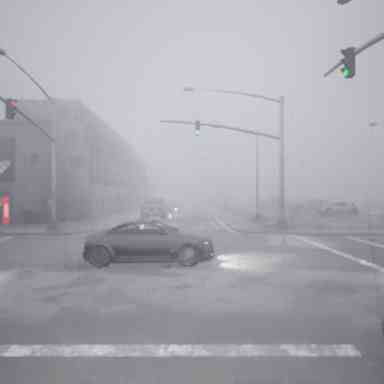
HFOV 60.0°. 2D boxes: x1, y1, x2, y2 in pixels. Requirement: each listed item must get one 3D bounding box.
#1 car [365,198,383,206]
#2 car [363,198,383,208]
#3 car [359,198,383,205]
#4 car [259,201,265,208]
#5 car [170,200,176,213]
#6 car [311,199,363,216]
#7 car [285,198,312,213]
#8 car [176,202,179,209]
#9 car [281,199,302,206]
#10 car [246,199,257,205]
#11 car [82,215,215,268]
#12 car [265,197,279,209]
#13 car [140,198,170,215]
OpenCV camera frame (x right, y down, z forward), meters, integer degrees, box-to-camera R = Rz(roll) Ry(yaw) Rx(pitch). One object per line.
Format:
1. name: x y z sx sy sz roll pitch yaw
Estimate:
1. car: 39.964 2.143 70.972 5.027 1.636 2.152 0 -1 0
2. car: 32.293 1.999 59.125 3.633 1.501 1.845 0 -1 0
3. car: 39.911 2.187 74.108 4.514 1.523 2.007 0 -1 0
4. car: 13.744 1.736 55.513 4.605 1.855 1.932 0 -1 0
5. car: -3.600 1.977 44.482 1.882 1.535 5.008 0 -1 0
6. car: 14.485 1.623 33.395 3.806 1.475 1.970 0 -1 0
7. car: 14.160 1.616 39.813 5.027 1.636 2.152 0 -1 0
8. car: -3.530 2.198 59.884 1.812 1.442 4.674 0 -1 0
9. car: 21.298 2.198 71.114 3.806 1.475 1.970 0 -1 0
10. car: 13.877 2.221 74.092 3.633 1.501 1.845 0 -1 0
11. car: -1.364 1.606 10.869 4.181 1.385 1.994 -1 -1 0
12. car: 14.157 1.683 52.607 3.866 1.878 1.905 0 -1 0
13. car: -3.603 1.582 32.068 2.150 2.045 5.566 0 -1 0
